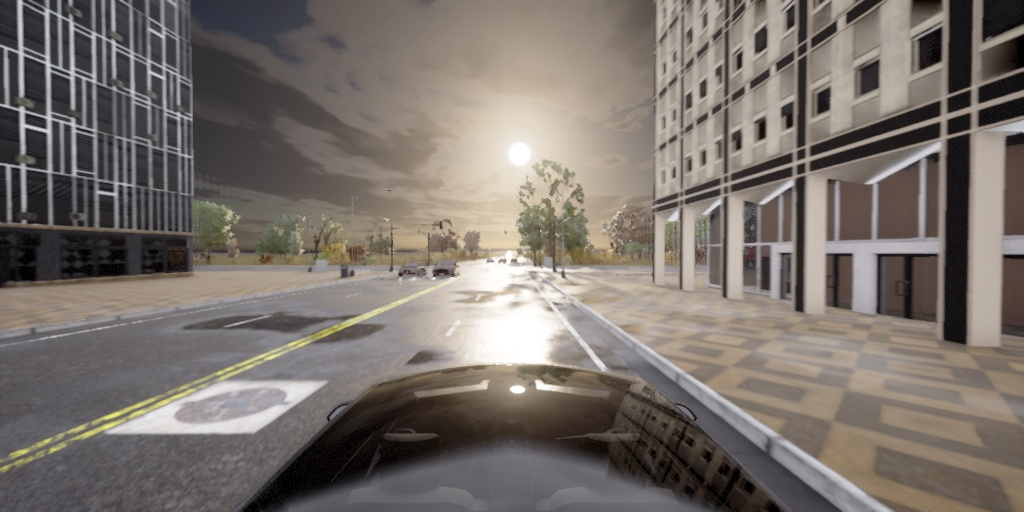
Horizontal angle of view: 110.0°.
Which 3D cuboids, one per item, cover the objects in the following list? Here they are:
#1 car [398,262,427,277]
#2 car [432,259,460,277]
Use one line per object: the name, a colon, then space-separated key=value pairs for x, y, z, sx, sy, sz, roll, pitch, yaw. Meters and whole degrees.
car: x=-9.763 y=1.327 z=35.424 sx=1.994 sy=1.385 sz=4.181 roll=0 pitch=0 yaw=1
car: x=-6.508 y=1.114 z=35.734 sx=2.097 sy=1.767 sz=4.553 roll=0 pitch=0 yaw=0
